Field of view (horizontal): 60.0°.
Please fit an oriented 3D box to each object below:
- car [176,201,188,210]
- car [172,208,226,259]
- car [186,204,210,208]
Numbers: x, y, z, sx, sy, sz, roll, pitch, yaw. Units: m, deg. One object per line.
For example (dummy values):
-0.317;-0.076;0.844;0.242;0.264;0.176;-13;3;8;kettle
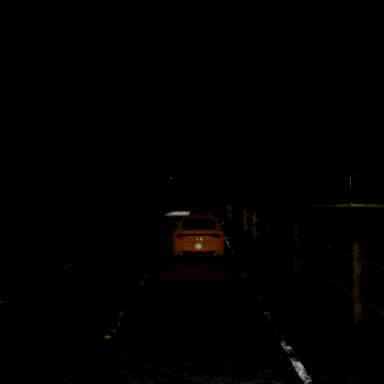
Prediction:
-1.361;2.177;50.934;2.128;1.511;4.902;0;-1;2;car
0.306;1.652;13.461;1.882;1.535;5.008;0;0;2;car
0.785;1.851;28.390;1.882;1.535;5.008;0;0;2;car
